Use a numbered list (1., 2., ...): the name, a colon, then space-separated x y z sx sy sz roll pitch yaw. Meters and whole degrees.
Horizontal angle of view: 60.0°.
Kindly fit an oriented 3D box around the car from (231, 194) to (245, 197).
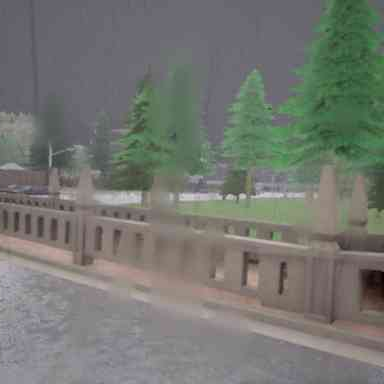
1. car: 8.073 0.305 62.010 1.837 1.490 4.892 4 2 37

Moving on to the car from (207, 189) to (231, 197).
1. car: 5.281 0.167 64.116 2.033 1.411 5.357 4 2 37

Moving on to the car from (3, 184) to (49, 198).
1. car: -18.361 -0.061 38.625 2.033 1.411 5.357 4 2 37

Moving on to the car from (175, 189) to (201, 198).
1. car: -0.641 0.209 56.184 1.895 1.301 4.718 4 2 38

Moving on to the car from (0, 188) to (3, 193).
1. car: -21.152 -0.242 40.729 2.033 1.411 5.357 4 2 37

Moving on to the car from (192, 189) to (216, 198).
1. car: 2.314 0.281 54.285 2.128 1.511 4.902 4 2 37
